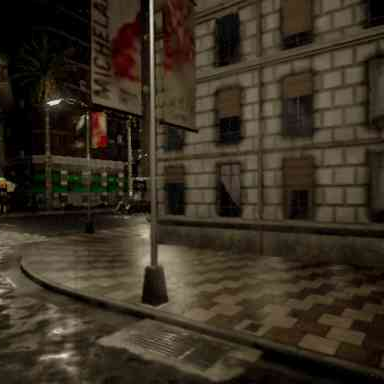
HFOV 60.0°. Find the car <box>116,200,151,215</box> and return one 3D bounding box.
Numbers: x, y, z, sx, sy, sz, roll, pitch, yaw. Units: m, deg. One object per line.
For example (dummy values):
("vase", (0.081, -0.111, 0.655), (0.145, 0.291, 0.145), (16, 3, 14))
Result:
("car", (-6.403, 1.651, 37.610), (2.097, 1.767, 4.553), (-1, -1, 37))
